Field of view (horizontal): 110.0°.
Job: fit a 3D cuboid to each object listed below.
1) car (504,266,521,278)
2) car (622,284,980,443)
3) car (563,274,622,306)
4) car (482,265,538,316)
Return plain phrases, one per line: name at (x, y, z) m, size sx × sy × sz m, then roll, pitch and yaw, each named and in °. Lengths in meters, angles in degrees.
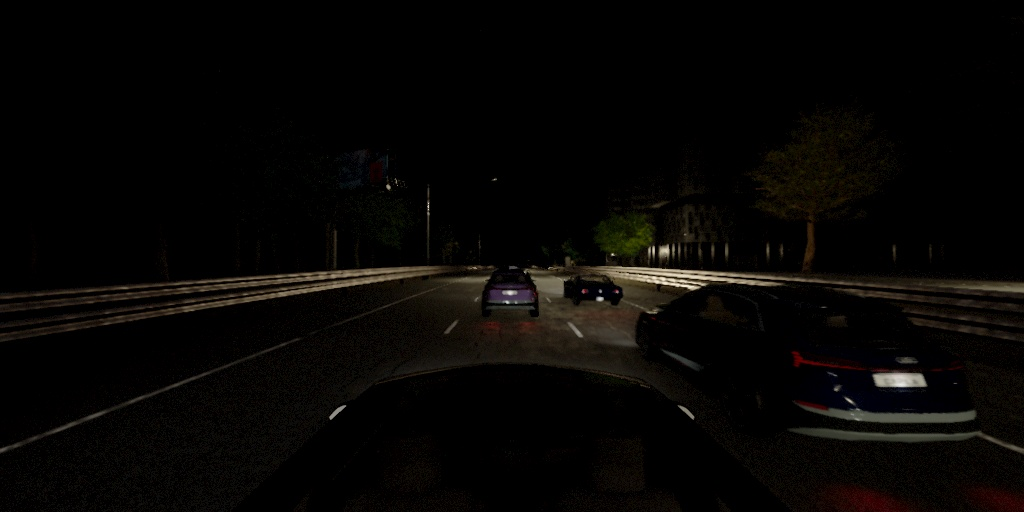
car at (0.089, 1.983, 46.015) m, size 2.033 × 1.411 × 5.357 m, roll 0°, pitch -1°, yaw 1°
car at (3.499, 1.202, 5.493) m, size 2.033 × 1.649 × 4.856 m, roll 0°, pitch 0°, yaw 0°
car at (3.507, 1.464, 16.522) m, size 1.895 × 1.301 × 4.718 m, roll 0°, pitch -1°, yaw 0°
car at (-0.048, 1.263, 13.765) m, size 2.033 × 1.649 × 4.856 m, roll 0°, pitch 0°, yaw 0°
